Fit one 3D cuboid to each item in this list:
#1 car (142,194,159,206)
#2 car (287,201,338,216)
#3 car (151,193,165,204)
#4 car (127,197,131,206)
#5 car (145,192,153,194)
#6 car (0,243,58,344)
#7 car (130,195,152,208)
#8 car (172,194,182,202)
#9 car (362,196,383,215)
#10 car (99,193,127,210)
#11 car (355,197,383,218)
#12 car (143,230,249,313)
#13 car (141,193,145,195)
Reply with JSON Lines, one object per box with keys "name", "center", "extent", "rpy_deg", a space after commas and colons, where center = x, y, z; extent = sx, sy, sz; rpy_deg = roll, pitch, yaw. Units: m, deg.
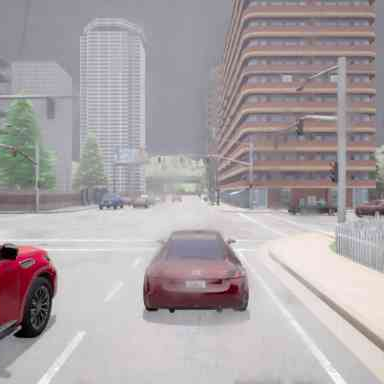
{"name": "car", "center": [-7.097, 1.526, 55.730], "extent": [1.812, 1.442, 4.674], "rpy_deg": [0, 0, 0]}
{"name": "car", "center": [11.418, 1.545, 31.297], "extent": [4.718, 1.301, 1.895], "rpy_deg": [0, 0, -12]}
{"name": "car", "center": [-7.044, 1.526, 65.993], "extent": [1.812, 1.442, 4.674], "rpy_deg": [0, 0, 0]}
{"name": "car", "center": [-10.599, 1.526, 53.773], "extent": [1.812, 1.442, 4.674], "rpy_deg": [0, 0, 0]}
{"name": "car", "center": [-10.512, 1.225, 74.734], "extent": [2.150, 2.045, 5.566], "rpy_deg": [0, 0, 0]}
{"name": "car", "center": [-3.432, 1.221, 3.462], "extent": [2.150, 2.045, 5.566], "rpy_deg": [0, 0, 0]}
{"name": "car", "center": [-7.090, 1.526, 46.873], "extent": [1.812, 1.442, 4.674], "rpy_deg": [0, 0, -1]}
{"name": "car", "center": [-3.513, 1.355, 77.652], "extent": [2.097, 1.767, 4.553], "rpy_deg": [0, 0, 0]}
{"name": "car", "center": [19.860, 1.297, 34.142], "extent": [4.553, 1.767, 2.097], "rpy_deg": [0, 0, -27]}
{"name": "car", "center": [-10.583, 1.221, 44.018], "extent": [2.150, 2.045, 5.566], "rpy_deg": [0, 0, 2]}
{"name": "car", "center": [16.573, 1.422, 29.026], "extent": [5.008, 1.535, 1.882], "rpy_deg": [0, 0, -20]}
{"name": "car", "center": [0.092, 1.564, 7.738], "extent": [1.994, 1.385, 4.181], "rpy_deg": [0, 0, 1]}
{"name": "car", "center": [-10.554, 1.505, 64.206], "extent": [1.837, 1.490, 4.892], "rpy_deg": [0, 0, 0]}
